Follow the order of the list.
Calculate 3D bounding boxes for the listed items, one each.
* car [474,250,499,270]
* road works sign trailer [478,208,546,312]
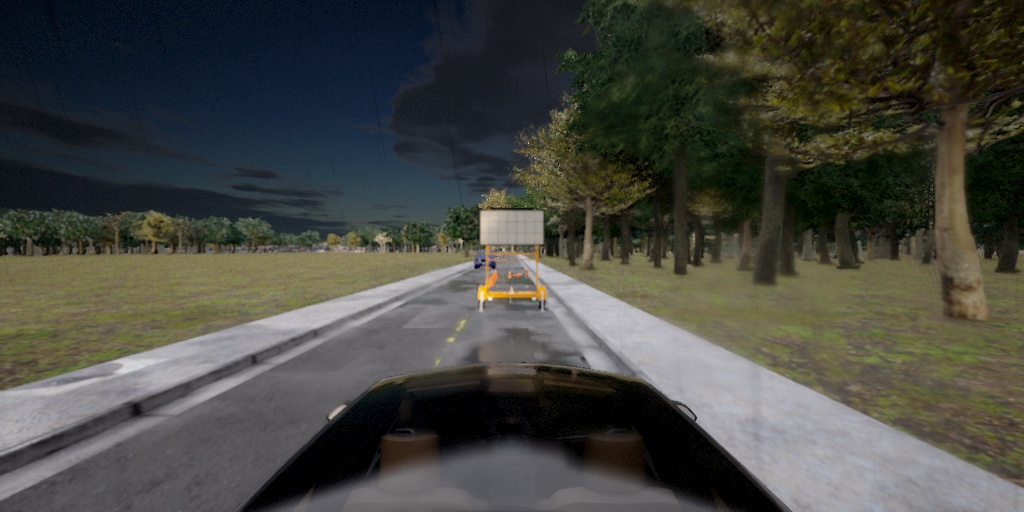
[{"bbox_3d":[-2.828,0.371,38.861,2.150,2.045,5.566,0,1,0],"label":"car"},{"bbox_3d":[0.004,0.028,13.237,2.380,3.560,2.880,0,0,0],"label":"road works sign trailer"}]
